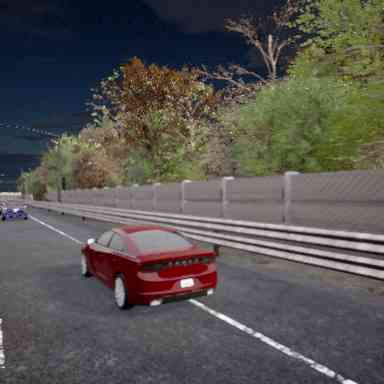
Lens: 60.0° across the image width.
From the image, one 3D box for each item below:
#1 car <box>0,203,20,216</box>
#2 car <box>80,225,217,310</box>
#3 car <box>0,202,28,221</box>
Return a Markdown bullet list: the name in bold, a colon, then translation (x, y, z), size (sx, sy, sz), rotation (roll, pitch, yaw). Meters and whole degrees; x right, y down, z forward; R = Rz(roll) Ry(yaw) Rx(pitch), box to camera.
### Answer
- **car**: translation (-22.419, 2.065, 40.754), size (2.033, 1.411, 5.357), rotation (0, 0, -31)
- **car**: translation (-1.369, 1.542, 8.208), size (1.882, 1.535, 5.008), rotation (0, 0, -31)
- **car**: translation (-17.233, 1.752, 32.296), size (2.097, 1.767, 4.553), rotation (0, 0, -31)
